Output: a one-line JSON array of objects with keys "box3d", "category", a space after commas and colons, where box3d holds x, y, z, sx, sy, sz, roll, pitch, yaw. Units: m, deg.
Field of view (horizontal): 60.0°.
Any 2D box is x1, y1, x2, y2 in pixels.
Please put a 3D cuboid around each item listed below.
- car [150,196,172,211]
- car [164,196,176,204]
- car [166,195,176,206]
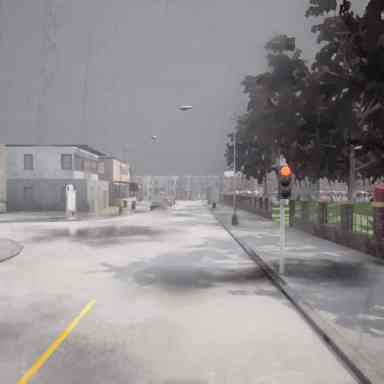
[{"box3d": [-4.092, 1.547, 41.965, 2.033, 1.411, 5.357, 0, 0, 0], "category": "car"}, {"box3d": [-4.053, 1.526, 62.283, 1.812, 1.442, 4.674, 0, 0, 1], "category": "car"}, {"box3d": [-4.083, 1.352, 52.067, 2.097, 1.767, 4.553, 0, 0, 0], "category": "car"}]
